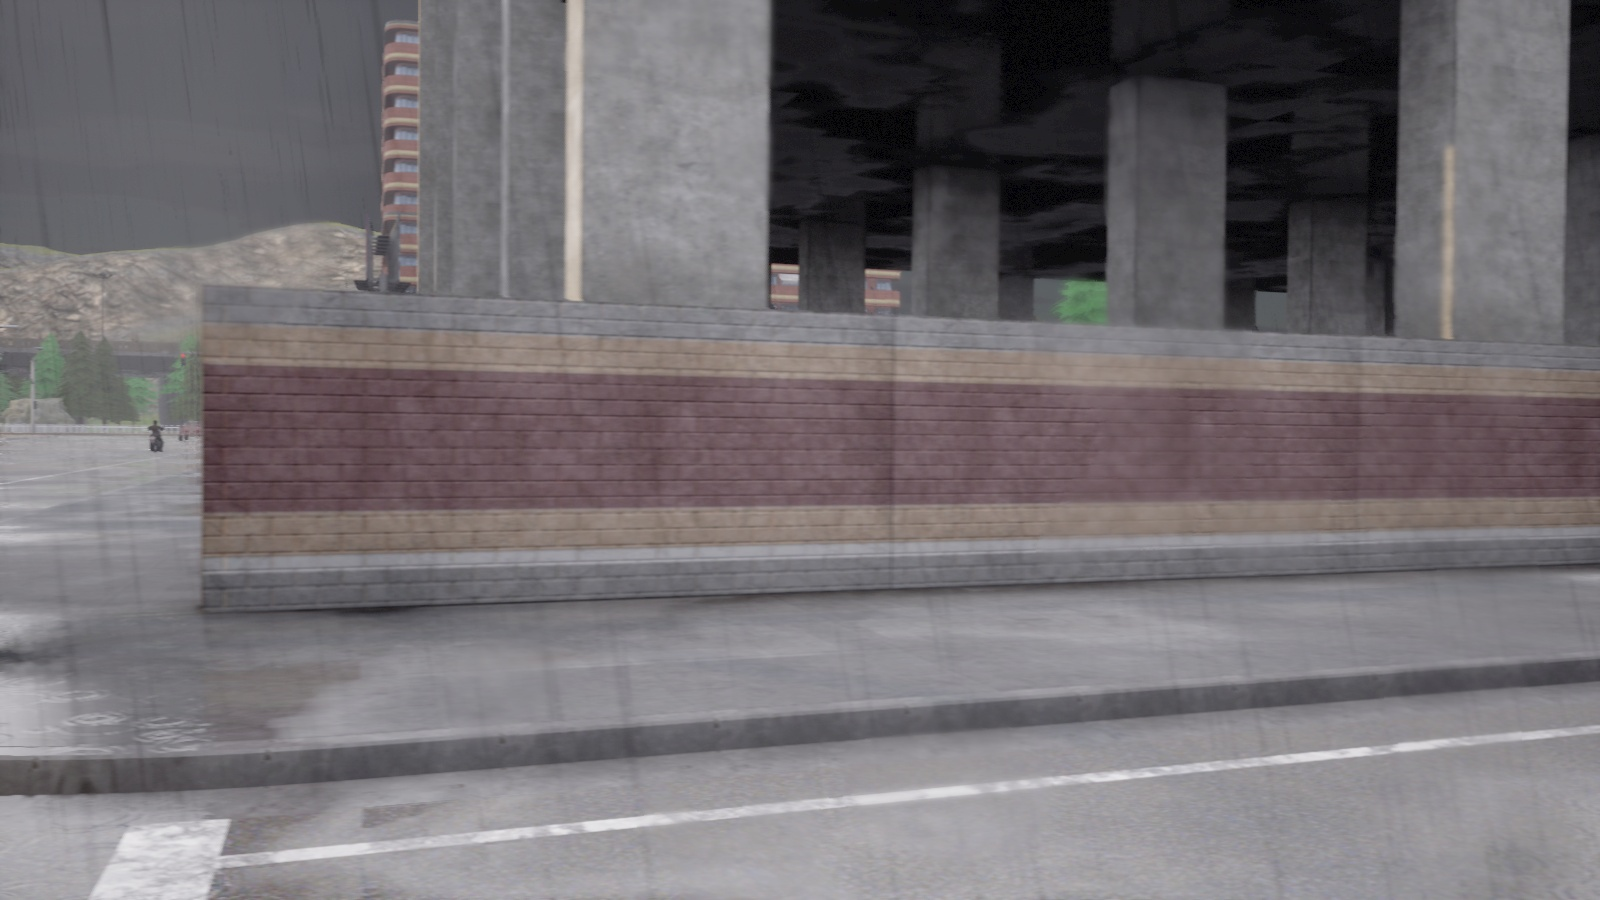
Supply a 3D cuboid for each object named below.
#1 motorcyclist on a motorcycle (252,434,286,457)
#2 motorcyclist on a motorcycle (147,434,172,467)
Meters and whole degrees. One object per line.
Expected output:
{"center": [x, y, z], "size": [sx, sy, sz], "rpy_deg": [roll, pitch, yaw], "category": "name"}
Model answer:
{"center": [-36.646, -0.320, 86.688], "size": [2.044, 1.523, 0.797], "rpy_deg": [-1, 1, -19], "category": "motorcyclist on a motorcycle"}
{"center": [-32.512, -0.001, 63.745], "size": [0.766, 1.649, 2.350], "rpy_deg": [-1, 1, -19], "category": "motorcyclist on a motorcycle"}
